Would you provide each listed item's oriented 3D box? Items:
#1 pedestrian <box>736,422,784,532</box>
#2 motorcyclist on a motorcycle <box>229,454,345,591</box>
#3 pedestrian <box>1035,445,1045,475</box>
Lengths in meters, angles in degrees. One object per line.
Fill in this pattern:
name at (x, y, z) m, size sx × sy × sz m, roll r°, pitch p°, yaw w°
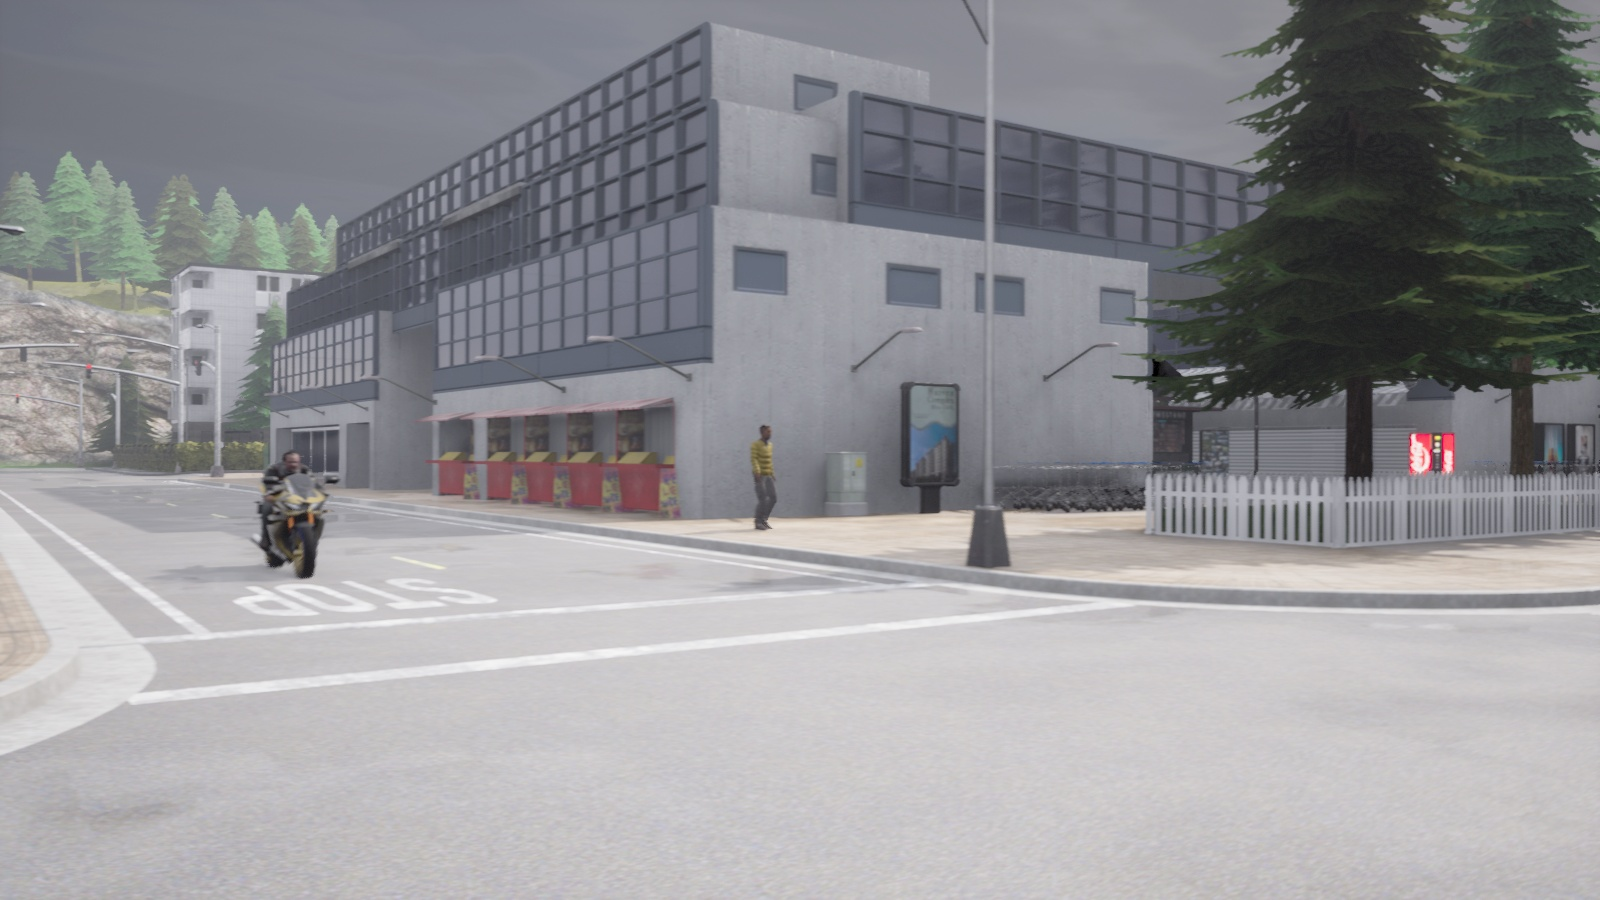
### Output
pedestrian at (-0.682, 0.449, 21.285) m, size 0.709 × 1.840 × 0.431 m, roll 0°, pitch 0°, yaw 42°
motorcyclist on a motorcycle at (-6.268, 0.820, 15.266) m, size 0.866 × 1.530 × 2.191 m, roll 0°, pitch 0°, yaw -34°
pedestrian at (14.721, 0.602, 77.015) m, size 0.345 × 1.836 × 0.594 m, roll 0°, pitch 0°, yaw -27°
